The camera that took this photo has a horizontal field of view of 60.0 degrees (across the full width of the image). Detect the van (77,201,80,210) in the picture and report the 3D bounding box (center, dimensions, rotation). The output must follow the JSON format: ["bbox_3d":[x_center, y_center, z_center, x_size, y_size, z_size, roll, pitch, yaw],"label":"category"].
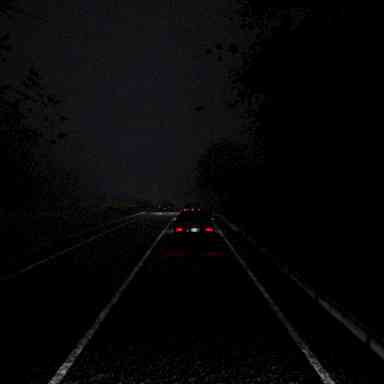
[{"bbox_3d":[-23.569,2.277,61.255,4.442,1.987,1.878,0,-2,0],"label":"van"}]

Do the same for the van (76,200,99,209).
[{"bbox_3d":[-23.572,2.823,75.095,4.442,1.987,1.878,0,-2,0],"label":"van"}]

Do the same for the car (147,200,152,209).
[{"bbox_3d":[-10.344,2.130,58.280,5.566,2.045,2.435,0,-2,0],"label":"car"}]

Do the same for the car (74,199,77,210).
[{"bbox_3d":[-23.445,2.394,58.477,4.892,1.521,2.231,0,-2,0],"label":"car"}]

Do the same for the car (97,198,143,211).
[{"bbox_3d":[-10.184,1.989,47.188,5.366,1.575,1.946,0,-2,0],"label":"car"}]

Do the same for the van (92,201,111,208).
[{"bbox_3d":[-23.341,3.270,86.017,4.442,1.987,1.878,0,-3,0],"label":"van"}]

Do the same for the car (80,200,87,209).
[{"bbox_3d":[-23.421,2.486,64.018,4.553,1.767,2.185,0,-2,0],"label":"car"}]

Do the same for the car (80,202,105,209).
[{"bbox_3d":[-23.271,3.155,77.856,5.366,1.575,1.946,0,-2,0],"label":"car"}]

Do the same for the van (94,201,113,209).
[{"bbox_3d":[-23.574,3.431,88.916,4.442,1.987,1.878,0,-3,0],"label":"van"}]

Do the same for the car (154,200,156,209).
[{"bbox_3d":[-10.379,2.819,69.367,5.008,1.535,2.097,0,-2,0],"label":"car"}]

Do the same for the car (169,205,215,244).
[{"bbox_3d":[0.089,1.580,15.829,2.033,1.411,5.357,0,0,0],"label":"car"}]

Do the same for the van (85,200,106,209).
[{"bbox_3d":[-23.339,3.042,80.631,4.442,1.987,1.878,0,-2,0],"label":"van"}]

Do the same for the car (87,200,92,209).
[{"bbox_3d":[-23.448,2.716,66.657,5.008,1.535,2.097,0,-2,0],"label":"car"}]

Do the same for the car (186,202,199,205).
[{"bbox_3d":[0.074,1.784,34.610,2.033,1.411,5.357,0,-1,0],"label":"car"}]

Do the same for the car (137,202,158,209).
[{"bbox_3d":[-10.378,3.187,77.687,4.674,1.452,2.002,0,-2,0],"label":"car"}]

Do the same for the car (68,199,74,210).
[{"bbox_3d":[-23.266,2.283,55.712,5.366,1.575,1.946,0,-2,0],"label":"car"}]

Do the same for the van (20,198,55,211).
[{"bbox_3d":[-23.568,1.860,50.063,4.442,1.987,1.878,0,-2,0],"label":"van"}]

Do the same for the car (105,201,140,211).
[{"bbox_3d":[-10.376,2.079,49.955,4.892,1.521,2.231,0,-2,0],"label":"car"}]

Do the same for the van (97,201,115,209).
[{"bbox_3d":[-23.575,3.578,91.557,4.442,1.987,1.878,0,-3,0],"label":"van"}]

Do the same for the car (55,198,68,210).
[{"bbox_3d":[-23.479,1.931,52.955,5.566,2.045,2.435,0,-2,0],"label":"car"}]

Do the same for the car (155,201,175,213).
[{"bbox_3d":[-3.369,1.959,44.325,1.837,1.490,4.892,0,-2,0],"label":"car"}]

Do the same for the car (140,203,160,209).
[{"bbox_3d":[-10.406,3.396,83.241,4.792,1.488,2.163,0,-3,0],"label":"car"}]

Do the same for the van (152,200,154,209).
[{"bbox_3d":[-10.490,2.484,66.601,4.442,1.987,1.878,0,-2,0],"label":"van"}]

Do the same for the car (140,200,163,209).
[{"bbox_3d":[-10.406,3.239,86.004,5.566,2.045,2.435,0,-3,0],"label":"car"}]

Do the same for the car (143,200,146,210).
[{"bbox_3d":[-10.377,2.172,52.726,5.008,1.535,2.097,0,-2,0],"label":"car"}]

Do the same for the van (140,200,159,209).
[{"bbox_3d":[-10.260,3.031,80.472,4.442,1.987,1.878,0,-2,0],"label":"van"}]

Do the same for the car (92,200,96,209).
[{"bbox_3d":[-23.449,2.830,69.550,5.008,1.535,2.097,0,-2,0],"label":"car"}]

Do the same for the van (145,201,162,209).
[{"bbox_3d":[-10.261,3.419,88.775,4.442,1.987,1.878,0,-3,0],"label":"van"}]

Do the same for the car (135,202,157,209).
[{"bbox_3d":[-10.345,3.067,74.912,4.792,1.488,2.163,0,-2,0],"label":"car"}]
